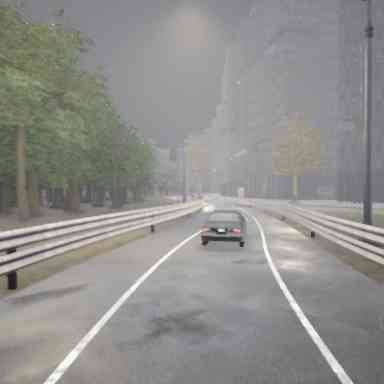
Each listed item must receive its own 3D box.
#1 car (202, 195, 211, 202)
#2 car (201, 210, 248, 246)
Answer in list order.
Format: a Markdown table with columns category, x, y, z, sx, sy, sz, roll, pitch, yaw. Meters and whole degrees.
| category | x | y | z | sx | sy | sz | roll | pitch | yaw |
| --- | --- | --- | --- | --- | --- | --- | --- | --- | --- |
| car | 2.936 | 1.461 | 72.287 | 1.812 | 1.442 | 4.674 | 0 | 0 | -10 |
| car | 1.589 | 1.555 | 15.539 | 2.033 | 1.411 | 5.357 | 0 | 0 | 10 |
